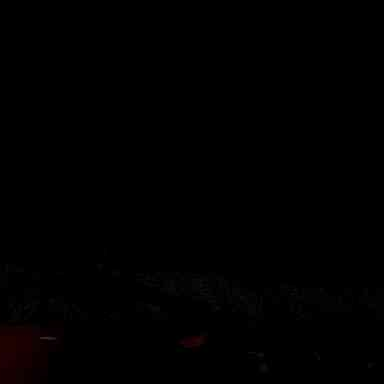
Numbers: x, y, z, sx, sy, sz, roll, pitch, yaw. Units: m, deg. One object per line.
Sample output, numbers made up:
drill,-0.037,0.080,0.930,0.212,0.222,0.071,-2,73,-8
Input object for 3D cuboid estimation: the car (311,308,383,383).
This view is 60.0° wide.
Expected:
car,3.866,1.952,4.195,4.507,1.381,1.887,2,-3,2

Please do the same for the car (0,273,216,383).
car,-1.788,1.780,4.403,4.206,1.307,1.802,2,-3,2
